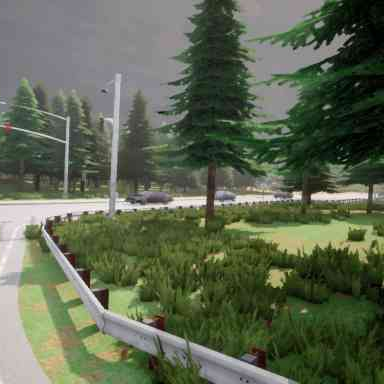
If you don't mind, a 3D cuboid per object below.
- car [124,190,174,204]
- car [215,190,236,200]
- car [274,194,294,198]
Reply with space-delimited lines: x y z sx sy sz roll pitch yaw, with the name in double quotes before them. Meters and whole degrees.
"car" -4.108 0.541 33.148 2.033 1.411 5.357 5 3 39
"car" 4.003 0.518 43.198 1.812 1.442 4.674 5 4 38
"car" 16.468 0.506 59.303 2.033 1.411 5.357 5 3 37
